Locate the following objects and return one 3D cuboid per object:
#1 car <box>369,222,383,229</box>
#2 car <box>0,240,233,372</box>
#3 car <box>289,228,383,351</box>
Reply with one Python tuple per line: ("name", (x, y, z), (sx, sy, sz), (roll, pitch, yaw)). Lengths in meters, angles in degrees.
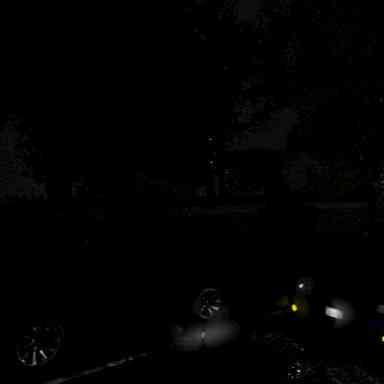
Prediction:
("car", (7.964, 1.493, 12.216), (4.097, 1.590, 1.967), (0, 0, -35))
("car", (-1.216, 1.574, 5.688), (4.313, 1.339, 1.947), (0, 0, -35))
("car", (3.697, 1.587, 6.004), (4.181, 1.385, 1.994), (0, 0, -35))
